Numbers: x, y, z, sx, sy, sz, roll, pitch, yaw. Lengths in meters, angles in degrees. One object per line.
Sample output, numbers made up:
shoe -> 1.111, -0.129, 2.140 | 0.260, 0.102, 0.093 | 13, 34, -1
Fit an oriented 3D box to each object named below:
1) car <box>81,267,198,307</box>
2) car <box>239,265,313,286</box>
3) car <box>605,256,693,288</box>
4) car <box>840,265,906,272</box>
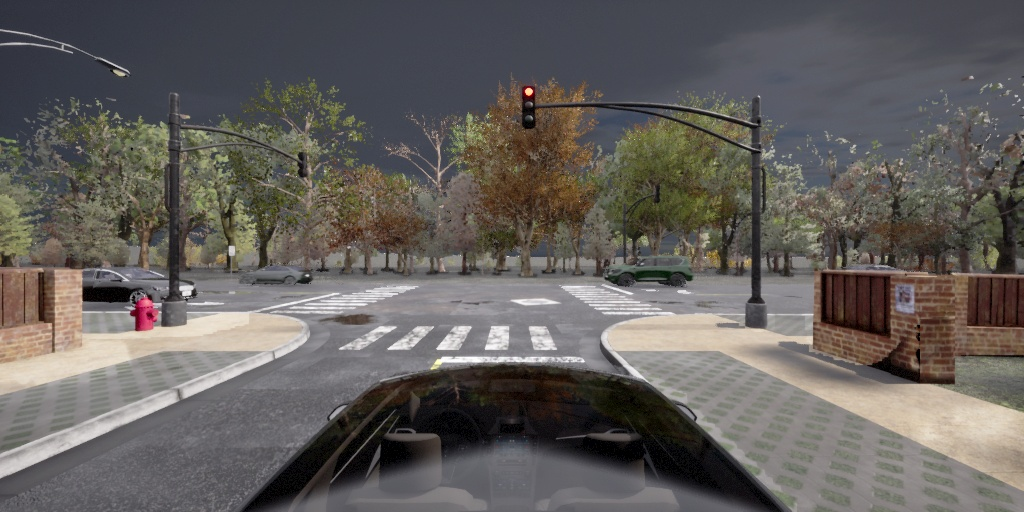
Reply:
car -> -15.117, 1.183, 13.965 | 4.902, 1.511, 2.128 | 0, 0, 0
car -> -15.634, 1.266, 23.918 | 4.181, 1.385, 1.994 | 0, 0, 0
car -> 9.095, 1.015, 23.941 | 5.566, 2.045, 2.150 | 0, 0, 0
car -> 23.463, 1.335, 23.958 | 4.902, 1.511, 2.128 | 0, 0, 0
